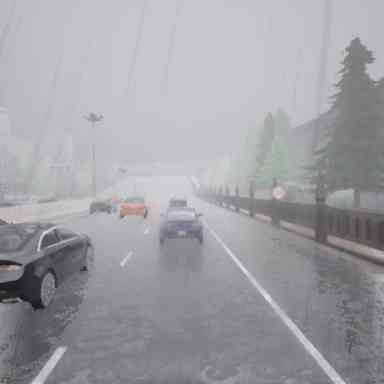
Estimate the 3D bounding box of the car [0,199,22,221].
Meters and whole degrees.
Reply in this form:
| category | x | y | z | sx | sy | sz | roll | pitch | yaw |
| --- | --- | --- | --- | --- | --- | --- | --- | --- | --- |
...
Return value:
| category | x | y | z | sx | sy | sz | roll | pitch | yaw |
| --- | --- | --- | --- | --- | --- | --- | --- | --- | --- |
| car | -15.165 | 1.404 | 25.283 | 2.128 | 1.511 | 4.902 | 0 | 0 | -3 |

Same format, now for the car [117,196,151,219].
| category | x | y | z | sx | sy | sz | roll | pitch | yaw |
| --- | --- | --- | --- | --- | --- | --- | --- | --- | --- |
| car | -4.566 | 1.162 | 27.523 | 2.097 | 1.767 | 4.553 | 0 | 1 | -3 |

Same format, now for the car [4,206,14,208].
| category | x | y | z | sx | sy | sz | roll | pitch | yaw |
| --- | --- | --- | --- | --- | --- | --- | --- | --- | --- |
| car | -7.311 | 1.444 | 11.019 | 1.882 | 1.535 | 5.008 | 0 | 0 | -2 |

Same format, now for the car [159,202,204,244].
| category | x | y | z | sx | sy | sz | roll | pitch | yaw |
| --- | --- | --- | --- | --- | --- | --- | --- | --- | --- |
| car | -0.488 | 1.405 | 15.075 | 1.812 | 1.442 | 4.674 | 0 | 0 | -3 |

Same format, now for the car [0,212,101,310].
| category | x | y | z | sx | sy | sz | roll | pitch | yaw |
| --- | --- | --- | --- | --- | --- | --- | --- | --- | --- |
| car | -3.681 | 1.456 | 7.678 | 2.128 | 1.511 | 4.902 | 0 | 0 | -2 |

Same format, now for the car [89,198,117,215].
| category | x | y | z | sx | sy | sz | roll | pitch | yaw |
| --- | --- | --- | --- | --- | --- | --- | --- | --- | --- |
| car | -8.240 | 1.313 | 31.237 | 1.837 | 1.490 | 4.892 | 0 | 0 | -3 |

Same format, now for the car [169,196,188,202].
| category | x | y | z | sx | sy | sz | roll | pitch | yaw |
| --- | --- | --- | --- | --- | --- | --- | --- | --- | --- |
| car | -1.498 | 1.186 | 36.893 | 1.882 | 1.535 | 5.008 | 0 | 0 | -3 |
